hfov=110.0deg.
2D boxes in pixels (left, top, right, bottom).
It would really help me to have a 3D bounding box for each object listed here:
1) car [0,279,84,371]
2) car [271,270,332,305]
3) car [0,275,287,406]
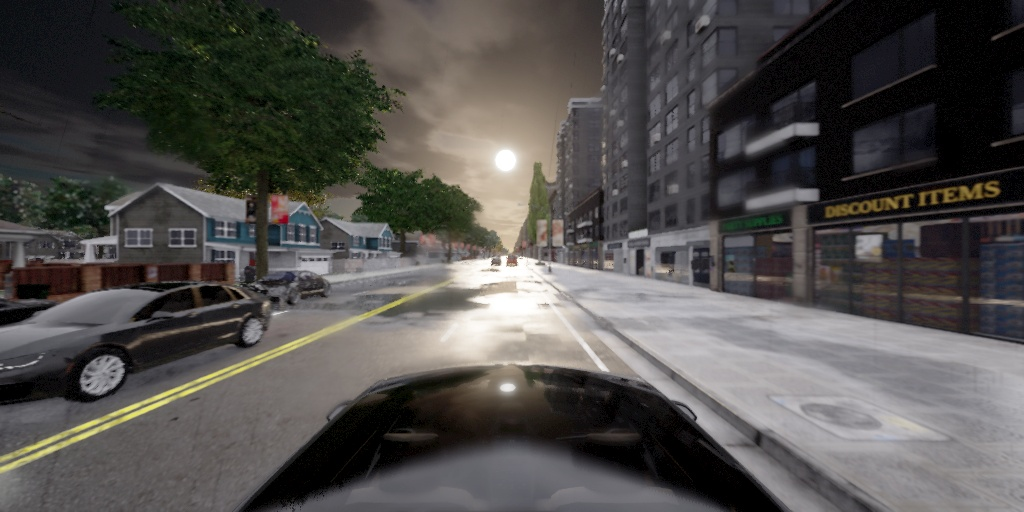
[{"bbox_3d":[-9.834,1.226,4.939,1.882,1.535,5.008,0,0,0],"label":"car"},{"bbox_3d":[-9.752,1.331,15.747,1.994,1.385,4.181,0,0,0],"label":"car"},{"bbox_3d":[-6.575,1.255,6.459,1.837,1.490,4.892,0,0,0],"label":"car"}]
